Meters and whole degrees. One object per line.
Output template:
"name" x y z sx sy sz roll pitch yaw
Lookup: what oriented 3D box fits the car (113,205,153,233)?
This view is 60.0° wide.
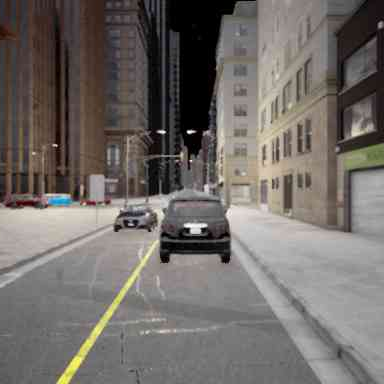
"car" -3.038 1.418 18.597 1.994 1.385 4.181 0 0 1

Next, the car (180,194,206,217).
"car" 0.091 1.128 28.998 2.097 1.767 4.553 0 1 0

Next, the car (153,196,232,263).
"car" 0.099 1.128 11.739 2.150 2.045 5.566 0 0 0

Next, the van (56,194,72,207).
"van" -19.621 1.205 48.512 3.998 1.788 1.690 -1 1 0

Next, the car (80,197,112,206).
"car" -13.994 1.341 48.495 4.507 1.381 1.887 -1 1 0

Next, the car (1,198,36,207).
"car" -25.242 1.514 48.535 4.206 1.307 1.802 -1 1 0

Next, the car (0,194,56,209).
"car" -19.640 1.206 39.986 5.009 1.841 2.192 -1 1 0
